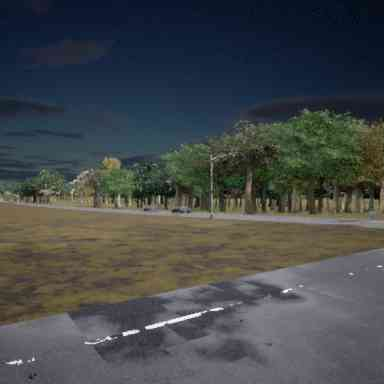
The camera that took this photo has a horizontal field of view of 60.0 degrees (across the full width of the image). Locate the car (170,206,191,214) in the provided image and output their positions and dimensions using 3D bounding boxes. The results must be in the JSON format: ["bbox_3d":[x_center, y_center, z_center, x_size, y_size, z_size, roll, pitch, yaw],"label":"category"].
[{"bbox_3d":[-2.133,3.231,61.056,2.033,1.411,5.357,1,-2,-32],"label":"car"}]

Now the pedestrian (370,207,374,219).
[{"bbox_3d":[19.255,2.203,35.535,0.375,1.300,0.375,-2,1,-33],"label":"pedestrian"}]

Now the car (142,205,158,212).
[{"bbox_3d":[-9.004,3.571,71.388,2.128,1.511,4.902,1,-2,-33],"label":"car"}]
